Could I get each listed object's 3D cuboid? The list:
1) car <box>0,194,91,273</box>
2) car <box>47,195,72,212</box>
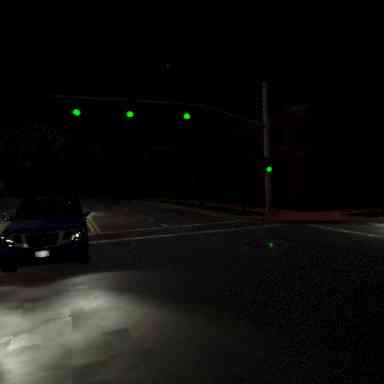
[{"bbox_3d":[-4.561,1.129,10.803,2.150,2.045,5.566,-3,2,-18],"label":"car"},{"bbox_3d":[-13.112,1.072,32.743,1.895,1.301,4.718,-3,2,-26],"label":"car"}]
